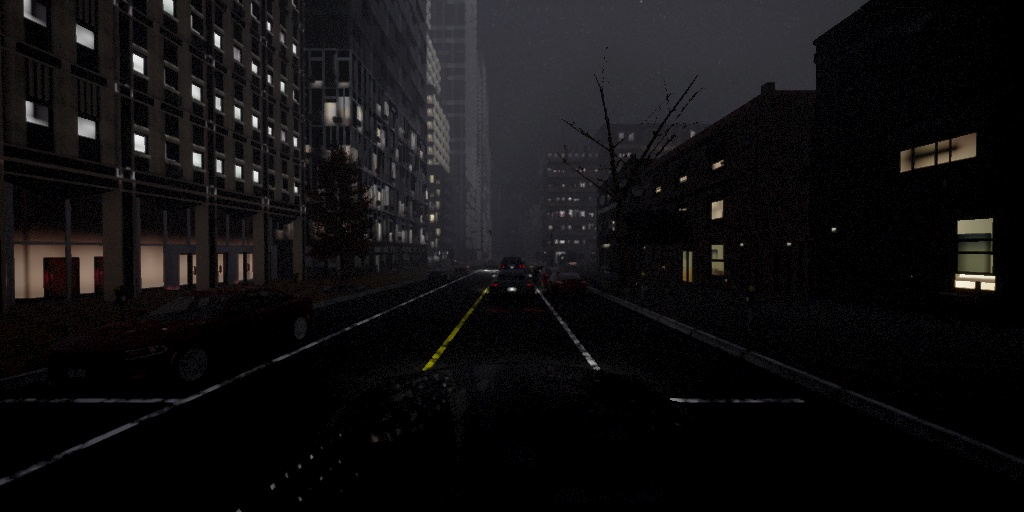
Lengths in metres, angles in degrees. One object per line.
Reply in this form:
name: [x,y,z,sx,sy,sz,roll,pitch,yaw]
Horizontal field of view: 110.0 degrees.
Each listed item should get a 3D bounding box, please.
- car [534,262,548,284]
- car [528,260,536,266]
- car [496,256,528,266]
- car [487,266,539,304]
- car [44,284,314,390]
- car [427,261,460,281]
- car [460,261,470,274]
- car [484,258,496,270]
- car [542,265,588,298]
car: [2.758,1.287,23.819,1.888,1.381,4.507,0,0,0]
car: [2.819,1.290,35.107,2.007,1.370,4.403,0,0,0]
car: [0.000,0.999,31.533,2.150,2.045,5.566,0,0,0]
car: [0.000,1.317,16.502,1.994,1.385,4.181,0,0,0]
car: [-5.691,1.292,6.945,1.888,1.381,4.507,0,0,0]
car: [-5.794,1.291,29.520,2.007,1.370,4.403,0,0,0]
car: [-5.821,1.284,40.809,1.888,1.381,4.507,0,0,0]
car: [-3.000,1.338,53.506,1.994,1.385,4.181,0,0,0]
car: [2.723,1.325,18.175,1.802,1.307,4.207,0,0,0]
